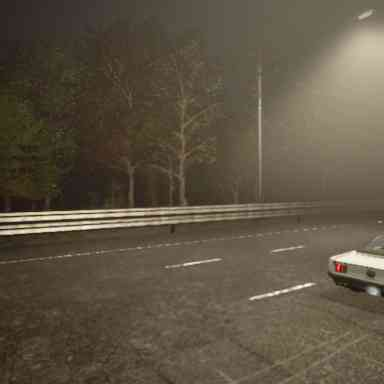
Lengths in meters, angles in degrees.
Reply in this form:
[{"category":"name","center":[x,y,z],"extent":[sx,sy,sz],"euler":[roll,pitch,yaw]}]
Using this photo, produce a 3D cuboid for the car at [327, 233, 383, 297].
[{"category":"car","center":[5.217,1.542,7.419],"extent":[4.718,1.301,1.895],"euler":[0,0,-34]}]
